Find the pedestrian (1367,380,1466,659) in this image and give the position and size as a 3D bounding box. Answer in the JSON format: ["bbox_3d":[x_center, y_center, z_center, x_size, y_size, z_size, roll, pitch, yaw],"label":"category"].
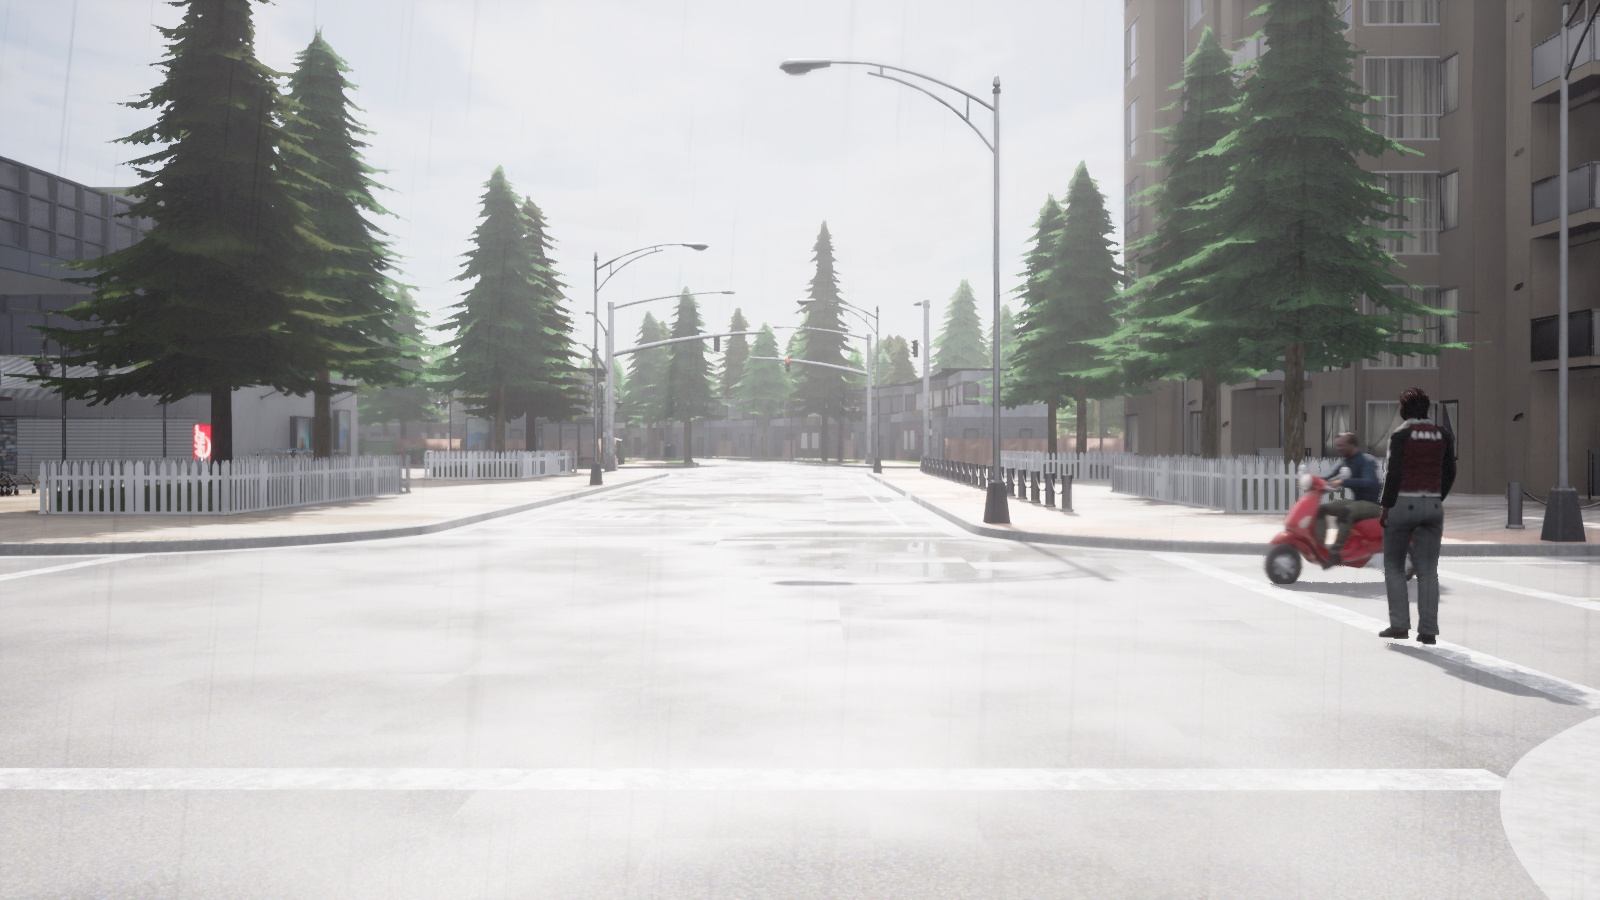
[{"bbox_3d":[4.420,0.479,9.031,0.402,1.930,0.666,0,0,3],"label":"pedestrian"}]

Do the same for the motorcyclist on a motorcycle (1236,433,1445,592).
[{"bbox_3d":[5.624,0.617,13.114,1.817,1.590,0.866,0,1,-9],"label":"motorcyclist on a motorcycle"}]
